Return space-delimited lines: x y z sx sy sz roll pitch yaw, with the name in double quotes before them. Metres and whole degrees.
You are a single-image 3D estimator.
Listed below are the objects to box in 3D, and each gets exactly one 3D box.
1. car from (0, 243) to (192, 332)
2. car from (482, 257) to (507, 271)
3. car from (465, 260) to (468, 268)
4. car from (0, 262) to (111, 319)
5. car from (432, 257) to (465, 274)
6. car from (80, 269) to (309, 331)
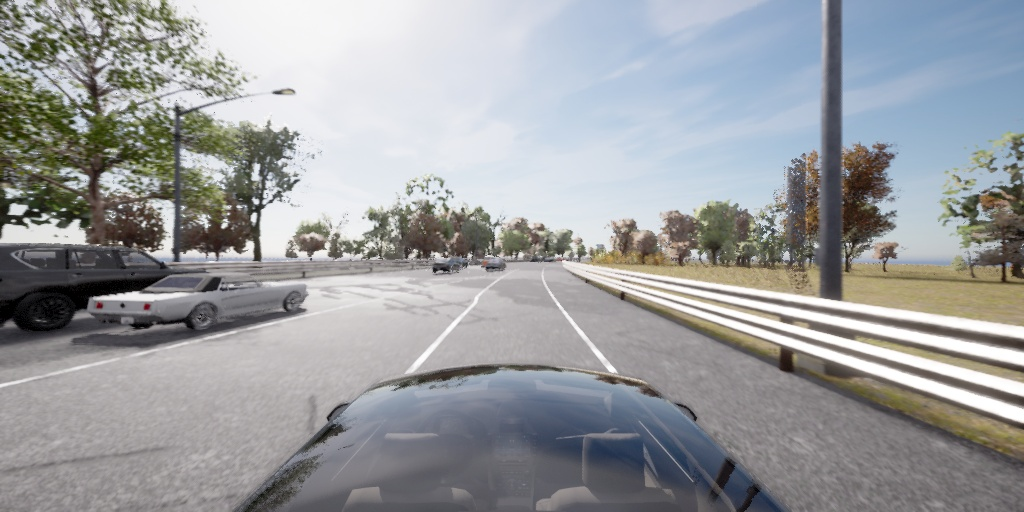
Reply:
"car" -11.514 0.724 9.961 2.150 2.045 5.566 0 0 8
"car" -2.023 1.142 46.171 2.033 1.411 5.357 0 0 11
"car" -7.958 0.938 52.344 2.097 1.767 4.553 0 0 11
"car" -15.037 0.968 9.939 1.882 1.535 5.008 0 0 8
"car" -6.972 1.072 38.527 1.837 1.490 4.892 0 0 10
"car" -7.993 1.116 9.944 1.895 1.301 4.718 0 0 8
